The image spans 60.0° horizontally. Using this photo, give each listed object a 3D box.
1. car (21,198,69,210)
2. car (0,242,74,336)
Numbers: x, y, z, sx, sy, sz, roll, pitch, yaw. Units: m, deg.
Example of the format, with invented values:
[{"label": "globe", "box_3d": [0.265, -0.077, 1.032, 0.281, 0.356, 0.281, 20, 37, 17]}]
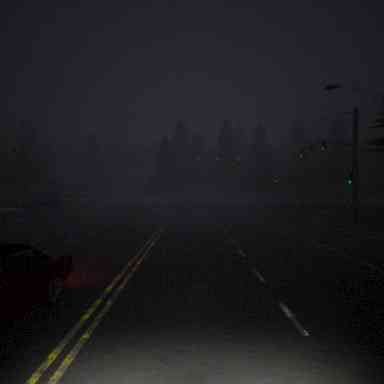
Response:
[{"label": "car", "box_3d": [-16.086, 1.265, 36.443, 4.718, 1.301, 1.895, 0, 0, 7]}, {"label": "car", "box_3d": [-3.555, 1.561, 5.110, 1.895, 1.301, 4.718, 0, 0, 1]}]
